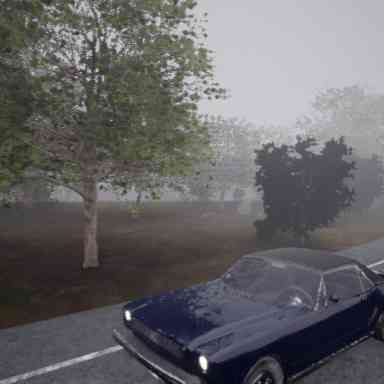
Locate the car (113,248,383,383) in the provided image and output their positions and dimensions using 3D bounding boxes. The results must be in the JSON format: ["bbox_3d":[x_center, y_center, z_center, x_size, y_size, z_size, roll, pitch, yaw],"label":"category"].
[{"bbox_3d":[1.341,1.605,4.857,4.718,1.301,1.895,0,0,-38],"label":"car"}]
